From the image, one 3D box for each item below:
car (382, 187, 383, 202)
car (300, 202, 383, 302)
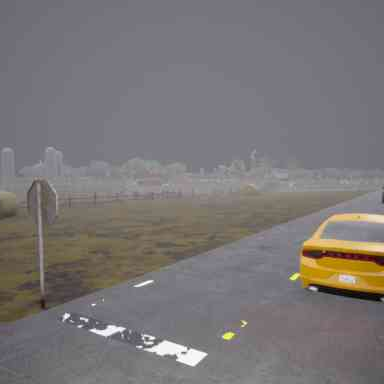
[{"bbox_3d":[20.068,0.054,32.760,2.150,2.045,5.566,0,2,33],"label":"car"},{"bbox_3d":[3.944,1.231,7.673,1.882,1.535,5.008,0,2,33],"label":"car"}]
